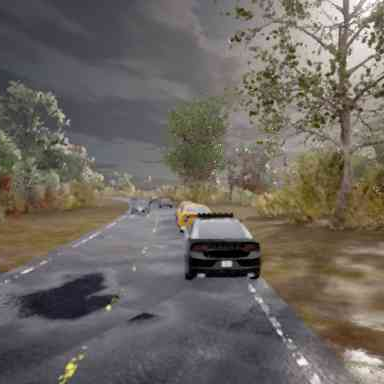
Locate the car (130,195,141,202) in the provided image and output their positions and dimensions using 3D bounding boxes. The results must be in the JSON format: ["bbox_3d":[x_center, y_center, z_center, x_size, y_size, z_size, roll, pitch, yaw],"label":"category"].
[{"bbox_3d":[-12.635,1.493,74.259,2.033,1.411,5.357,0,0,-14],"label":"car"}]

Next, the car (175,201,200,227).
[{"bbox_3d":[0.159,1.477,20.073,1.882,1.535,5.008,0,0,-4],"label":"car"}]

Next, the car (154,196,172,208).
[{"bbox_3d":[-3.828,1.545,47.299,2.033,1.411,5.357,0,0,-9],"label":"car"}]

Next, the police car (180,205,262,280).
[{"bbox_3d":[0.696,1.424,10.119,1.930,1.638,5.238,0,0,-2],"label":"police car"}]

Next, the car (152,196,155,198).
[{"bbox_3d":[-7.316,1.523,65.317,1.812,1.442,4.674,0,0,-13],"label":"car"}]

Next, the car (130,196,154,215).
[{"bbox_3d":[-5.269,1.493,34.428,2.128,1.511,4.902,0,0,-7],"label":"car"}]
